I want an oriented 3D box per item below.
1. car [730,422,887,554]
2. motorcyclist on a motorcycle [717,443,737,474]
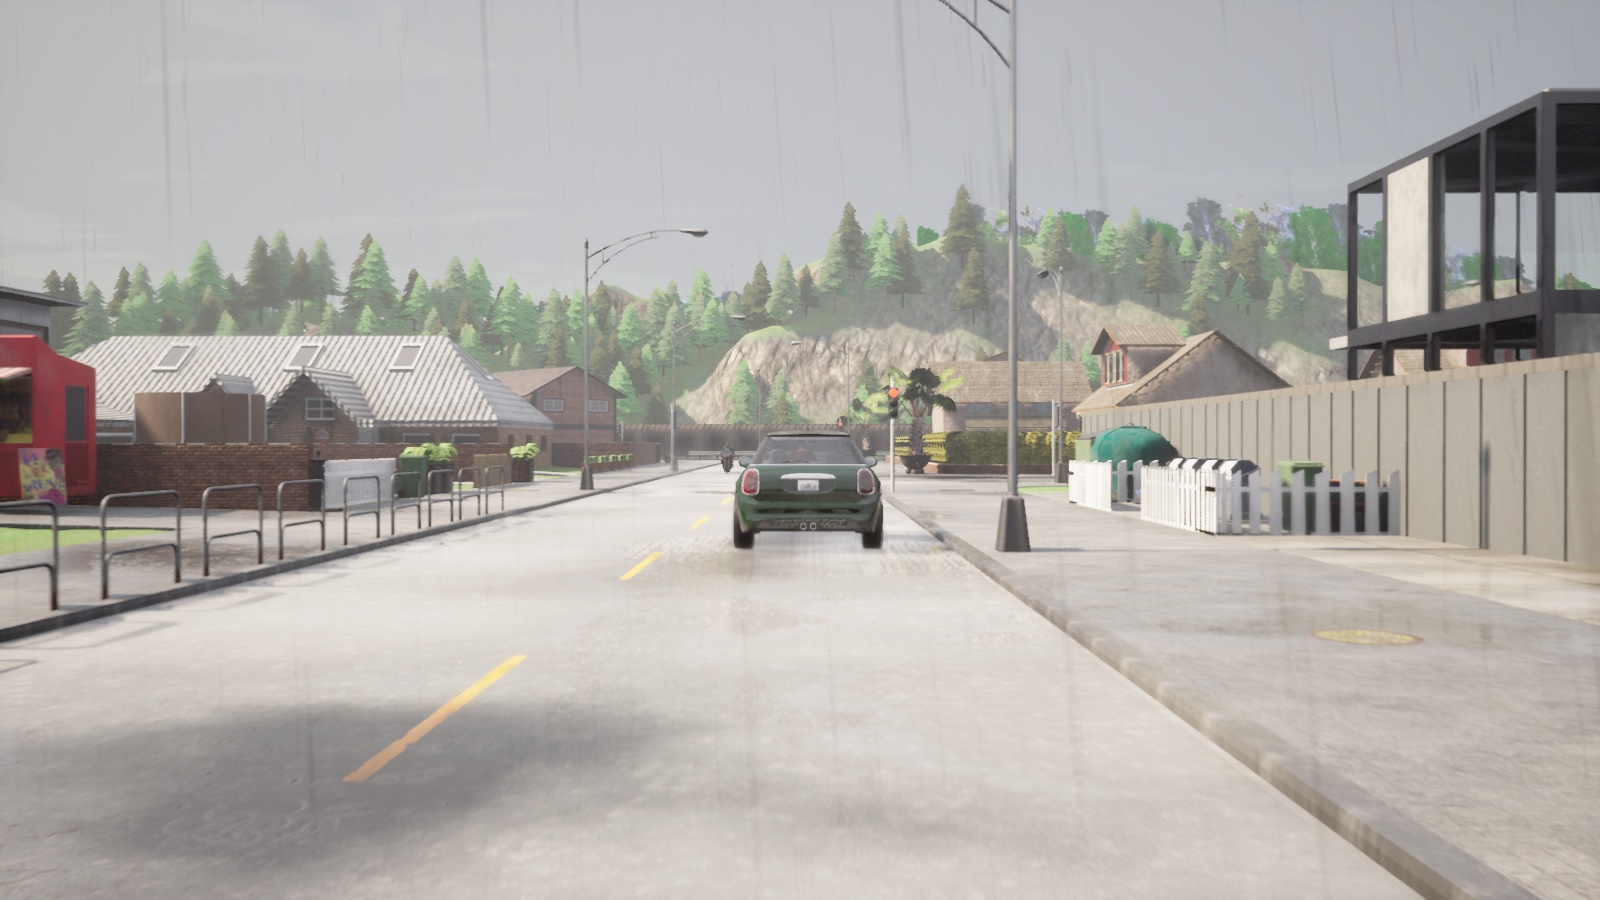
[{"bbox_3d":[0.121,0.497,19.118,2.097,1.767,4.553,0,0,0],"label":"car"},{"bbox_3d":[-3.640,0.425,62.807,0.866,1.530,2.191,0,0,0],"label":"motorcyclist on a motorcycle"}]
